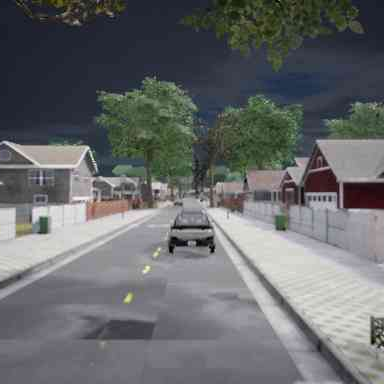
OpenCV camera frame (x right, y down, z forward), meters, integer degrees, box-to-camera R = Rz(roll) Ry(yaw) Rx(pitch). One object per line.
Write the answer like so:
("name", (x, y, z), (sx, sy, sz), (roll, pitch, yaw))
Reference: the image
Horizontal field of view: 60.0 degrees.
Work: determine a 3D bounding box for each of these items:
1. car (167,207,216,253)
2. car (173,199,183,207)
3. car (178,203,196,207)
("car", (-0.001, 1.634, 14.281), (2.128, 1.511, 4.902), (0, 0, 0))
("car", (-2.774, 2.190, 68.098), (1.882, 1.535, 5.008), (0, -1, 0))
("car", (-0.007, 1.896, 29.092), (1.895, 1.301, 4.718), (0, -1, 0))
